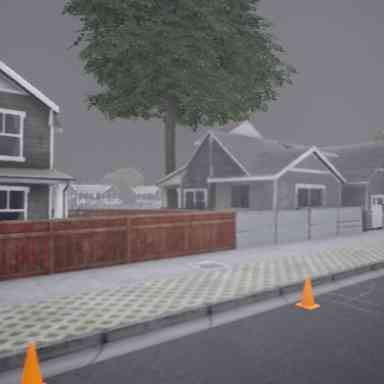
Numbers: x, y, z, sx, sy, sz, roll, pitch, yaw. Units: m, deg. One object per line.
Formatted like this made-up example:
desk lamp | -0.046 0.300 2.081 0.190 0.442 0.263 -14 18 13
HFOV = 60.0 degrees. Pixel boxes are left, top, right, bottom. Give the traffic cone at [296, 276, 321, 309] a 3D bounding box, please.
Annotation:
traffic cone | 2.300 1.955 6.586 0.340 0.580 0.340 0 0 -36

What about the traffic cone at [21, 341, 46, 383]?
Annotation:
traffic cone | -1.770 1.956 3.681 0.340 0.580 0.340 0 0 -36
